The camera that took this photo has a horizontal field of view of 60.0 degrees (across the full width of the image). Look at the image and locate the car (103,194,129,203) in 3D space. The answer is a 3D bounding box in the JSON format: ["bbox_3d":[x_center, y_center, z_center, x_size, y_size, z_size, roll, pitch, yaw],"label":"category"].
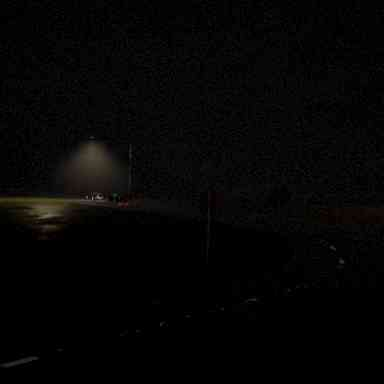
[{"bbox_3d":[-11.612,0.956,51.451,1.895,1.301,4.718,2,0,-35],"label":"car"}]

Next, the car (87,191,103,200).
[{"bbox_3d":[-17.367,0.667,59.590,1.837,1.490,4.892,2,0,-35],"label":"car"}]
